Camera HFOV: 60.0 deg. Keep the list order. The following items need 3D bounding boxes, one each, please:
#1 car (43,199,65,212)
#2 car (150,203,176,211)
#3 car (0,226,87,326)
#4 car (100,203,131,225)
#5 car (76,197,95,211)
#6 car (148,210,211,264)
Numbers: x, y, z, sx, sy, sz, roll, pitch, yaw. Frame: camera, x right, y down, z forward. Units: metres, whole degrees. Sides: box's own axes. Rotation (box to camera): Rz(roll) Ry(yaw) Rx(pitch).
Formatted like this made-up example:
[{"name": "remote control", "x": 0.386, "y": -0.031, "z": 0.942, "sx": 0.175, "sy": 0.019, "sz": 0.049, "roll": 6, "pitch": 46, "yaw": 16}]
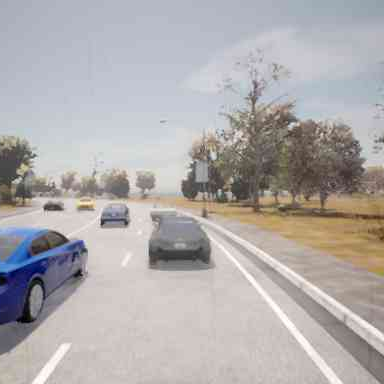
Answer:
[{"name": "car", "x": -15.970, "y": 1.522, "z": 38.631, "sx": 1.895, "sy": 1.301, "sz": 4.718, "roll": 0, "pitch": 0, "yaw": -16}, {"name": "car", "x": -2.437, "y": 1.545, "z": 27.251, "sx": 1.895, "sy": 1.301, "sz": 4.718, "roll": 0, "pitch": 0, "yaw": -10}, {"name": "car", "x": -3.695, "y": 1.467, "z": 7.121, "sx": 1.882, "sy": 1.535, "sz": 5.008, "roll": 0, "pitch": 0, "yaw": -3}, {"name": "car", "x": -5.387, "y": 1.501, "z": 23.679, "sx": 2.033, "sy": 1.411, "sz": 5.357, "roll": 0, "pitch": 0, "yaw": -9}, {"name": "car", "x": -12.589, "y": 1.398, "z": 39.459, "sx": 1.882, "sy": 1.535, "sz": 5.008, "roll": 0, "pitch": 0, "yaw": -16}, {"name": "car", "x": -0.491, "y": 1.539, "z": 11.792, "sx": 1.994, "sy": 1.385, "sz": 4.181, "roll": 0, "pitch": 0, "yaw": -4}]
